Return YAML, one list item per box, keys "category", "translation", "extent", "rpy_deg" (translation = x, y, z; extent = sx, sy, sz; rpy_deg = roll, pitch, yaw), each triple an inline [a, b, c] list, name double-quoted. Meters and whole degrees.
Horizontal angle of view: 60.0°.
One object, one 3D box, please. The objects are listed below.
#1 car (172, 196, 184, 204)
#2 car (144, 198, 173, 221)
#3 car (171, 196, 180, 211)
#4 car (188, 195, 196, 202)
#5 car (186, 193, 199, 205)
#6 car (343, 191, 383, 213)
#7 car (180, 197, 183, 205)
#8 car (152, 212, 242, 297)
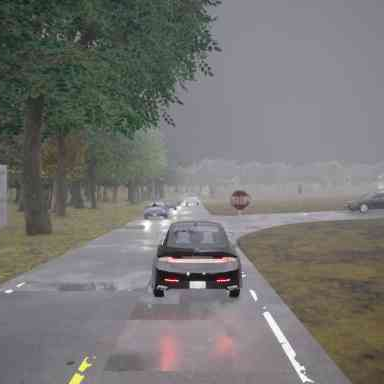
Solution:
- category: "car"
  translation: [-2.781, 1.615, 67.422]
  extent: [2.033, 1.411, 5.357]
  rpy_deg: [0, 0, 0]
- category: "car"
  translation: [-2.880, 1.514, 27.889]
  extent: [1.812, 1.442, 4.674]
  rpy_deg: [-2, -1, 0]
- category: "car"
  translation: [-2.852, 1.529, 42.244]
  extent: [1.837, 1.490, 4.892]
  rpy_deg: [0, 0, 0]
- category: "car"
  translation: [-0.018, 1.555, 80.391]
  extent: [1.882, 1.535, 5.008]
  rpy_deg: [0, 0, 0]
- category: "car"
  translation: [0.085, 1.275, 59.186]
  extent: [2.150, 2.045, 5.566]
  rpy_deg: [0, 0, 0]
- category: "car"
  translation: [14.204, 0.722, 25.521]
  extent: [4.892, 1.490, 1.837]
  rpy_deg: [-3, 1, 1]
- category: "car"
  translation: [-2.828, 1.646, 54.232]
  extent: [1.895, 1.301, 4.718]
  rpy_deg: [0, 0, 0]
- category: "car"
  translation: [0.093, 1.490, 8.534]
  extent: [2.128, 1.511, 4.902]
  rpy_deg: [0, 0, 0]
